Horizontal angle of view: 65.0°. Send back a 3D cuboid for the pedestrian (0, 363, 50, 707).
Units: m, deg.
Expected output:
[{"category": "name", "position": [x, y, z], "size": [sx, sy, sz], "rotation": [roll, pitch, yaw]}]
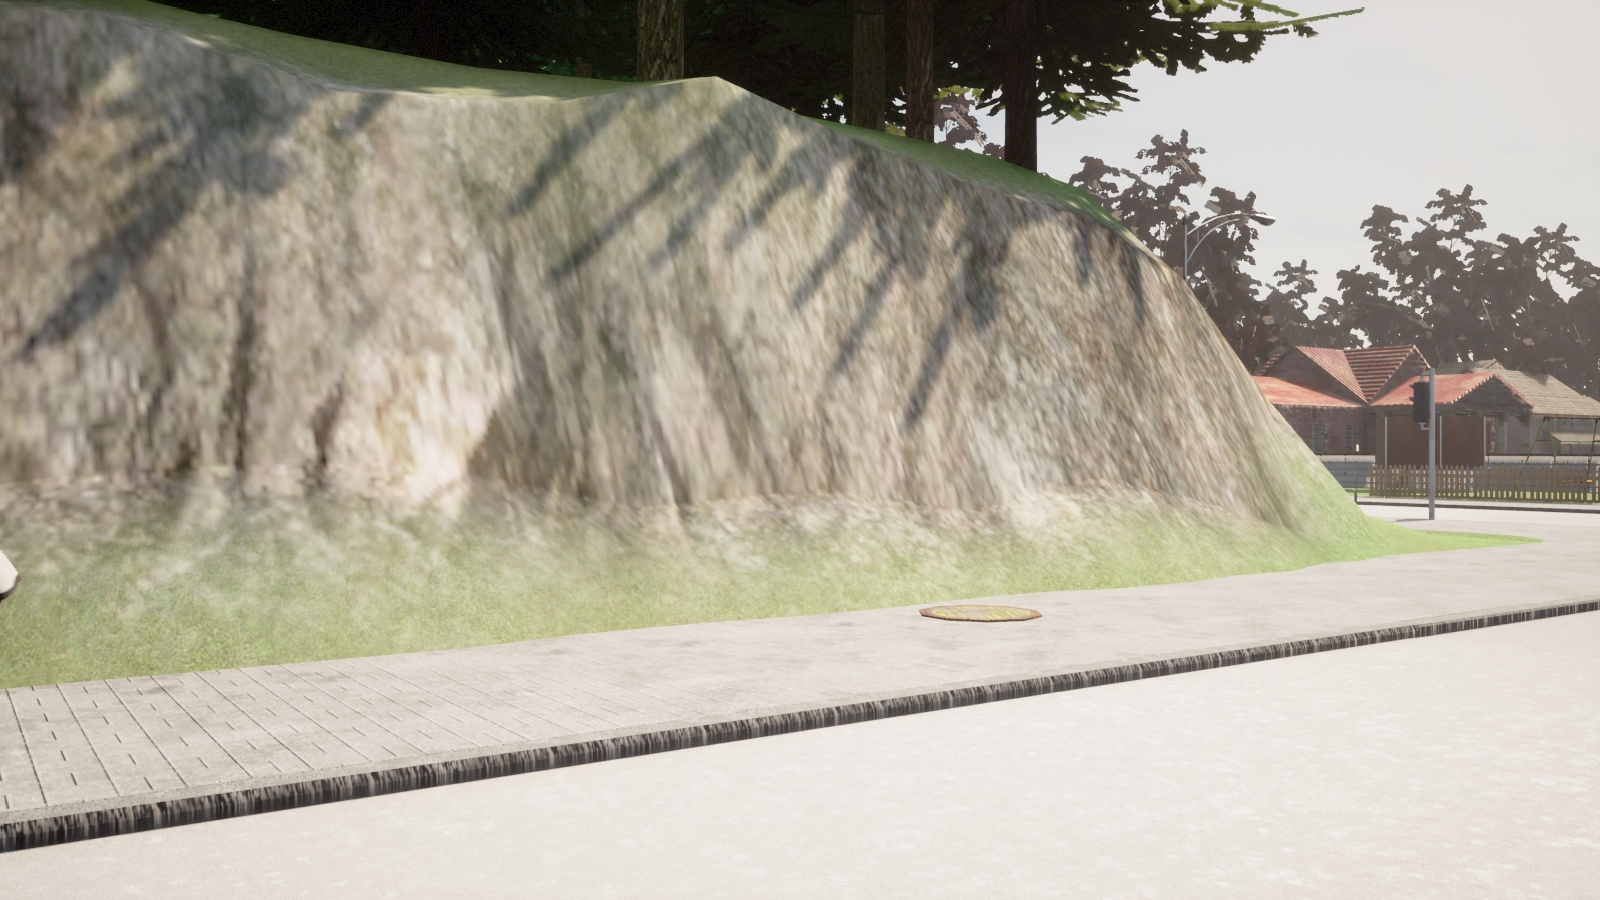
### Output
[{"category": "pedestrian", "position": [-4.892, 0.483, 7.291], "size": [0.873, 1.952, 0.659], "rotation": [0, 0, -35]}]
